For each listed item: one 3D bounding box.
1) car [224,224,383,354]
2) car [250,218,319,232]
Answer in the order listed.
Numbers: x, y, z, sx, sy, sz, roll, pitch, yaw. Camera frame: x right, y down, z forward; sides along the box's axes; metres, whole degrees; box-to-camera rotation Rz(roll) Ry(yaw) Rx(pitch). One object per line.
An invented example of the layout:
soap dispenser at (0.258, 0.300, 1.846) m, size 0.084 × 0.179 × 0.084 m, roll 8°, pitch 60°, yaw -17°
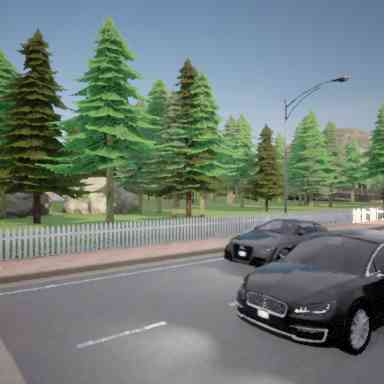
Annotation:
car at (2.970, 1.506, 6.211) m, size 4.892 × 1.490 × 1.837 m, roll 0°, pitch 0°, yaw -37°
car at (3.026, 1.564, 10.607) m, size 4.181 × 1.385 × 1.994 m, roll 0°, pitch 0°, yaw -36°
